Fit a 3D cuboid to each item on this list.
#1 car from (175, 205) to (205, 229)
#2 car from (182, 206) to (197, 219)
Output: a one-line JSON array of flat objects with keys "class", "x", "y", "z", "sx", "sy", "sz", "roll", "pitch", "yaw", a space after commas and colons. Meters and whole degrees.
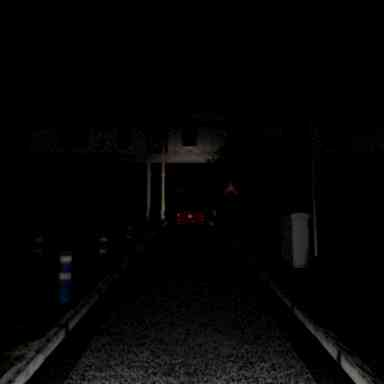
[{"class": "car", "x": -0.139, "y": 1.746, "z": 24.666, "sx": 2.097, "sy": 1.767, "sz": 4.553, "roll": 0, "pitch": -2, "yaw": -1}, {"class": "car", "x": -0.336, "y": 2.651, "z": 42.700, "sx": 1.882, "sy": 1.535, "sz": 5.008, "roll": 0, "pitch": -3, "yaw": -1}]
